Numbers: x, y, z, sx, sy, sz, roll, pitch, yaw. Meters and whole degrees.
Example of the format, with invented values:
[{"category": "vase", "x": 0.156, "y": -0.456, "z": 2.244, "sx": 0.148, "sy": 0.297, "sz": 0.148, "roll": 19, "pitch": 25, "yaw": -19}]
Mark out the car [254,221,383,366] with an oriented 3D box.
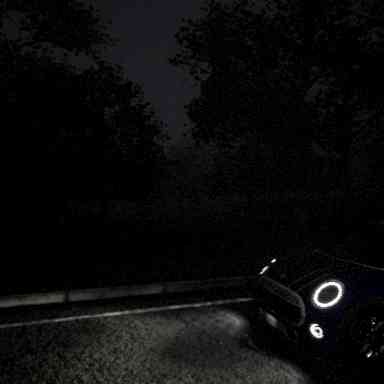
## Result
[{"category": "car", "x": 3.352, "y": 1.285, "z": 5.512, "sx": 4.553, "sy": 1.767, "sz": 2.097, "roll": -1, "pitch": 1, "yaw": -15}]
